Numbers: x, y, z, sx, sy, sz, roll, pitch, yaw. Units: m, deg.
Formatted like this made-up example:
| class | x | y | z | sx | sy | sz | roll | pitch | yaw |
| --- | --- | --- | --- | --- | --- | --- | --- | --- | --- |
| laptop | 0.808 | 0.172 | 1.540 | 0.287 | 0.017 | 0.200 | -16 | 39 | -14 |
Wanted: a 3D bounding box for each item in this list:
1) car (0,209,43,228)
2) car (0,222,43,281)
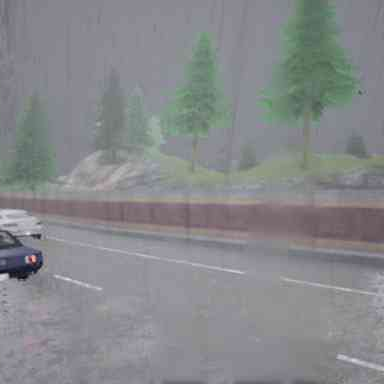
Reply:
| class | x | y | z | sx | sy | sz | roll | pitch | yaw |
| --- | --- | --- | --- | --- | --- | --- | --- | --- | --- |
| car | -8.871 | 1.570 | 16.129 | 4.674 | 1.442 | 1.812 | 0 | 0 | 43 |
| car | -5.953 | 1.625 | 8.848 | 4.718 | 1.301 | 1.895 | 0 | 0 | 40 |
